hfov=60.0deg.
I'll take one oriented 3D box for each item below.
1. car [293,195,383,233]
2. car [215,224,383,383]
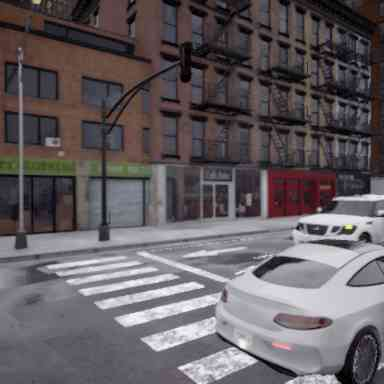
[{"bbox_3d":[6.083,1.145,12.027,5.566,2.045,2.150,0,0,-35],"label":"car"},{"bbox_3d":[2.466,1.495,5.199,4.674,1.442,1.812,0,0,-36],"label":"car"}]
